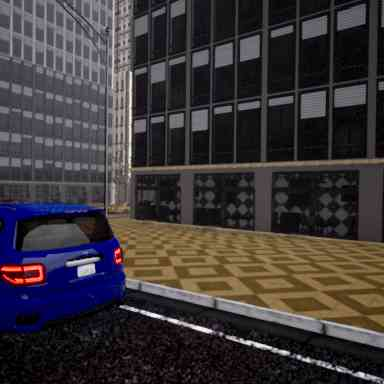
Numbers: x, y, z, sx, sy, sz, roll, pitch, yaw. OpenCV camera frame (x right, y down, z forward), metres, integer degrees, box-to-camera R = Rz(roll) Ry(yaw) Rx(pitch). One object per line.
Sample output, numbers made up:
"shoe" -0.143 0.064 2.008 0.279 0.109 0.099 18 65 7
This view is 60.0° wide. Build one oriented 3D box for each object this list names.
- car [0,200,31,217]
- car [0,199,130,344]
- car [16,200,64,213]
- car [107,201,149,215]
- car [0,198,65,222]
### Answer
"car" -18.829 1.607 32.957 1.837 1.490 4.892 1 1 36
"car" -3.716 1.217 6.333 5.566 2.045 2.150 0 0 35
"car" -17.660 1.636 38.916 1.752 1.417 4.829 1 0 36
"car" -7.365 1.825 38.752 1.752 1.417 4.829 1 0 36
"car" -14.162 1.514 29.541 2.192 1.841 5.009 1 0 36
